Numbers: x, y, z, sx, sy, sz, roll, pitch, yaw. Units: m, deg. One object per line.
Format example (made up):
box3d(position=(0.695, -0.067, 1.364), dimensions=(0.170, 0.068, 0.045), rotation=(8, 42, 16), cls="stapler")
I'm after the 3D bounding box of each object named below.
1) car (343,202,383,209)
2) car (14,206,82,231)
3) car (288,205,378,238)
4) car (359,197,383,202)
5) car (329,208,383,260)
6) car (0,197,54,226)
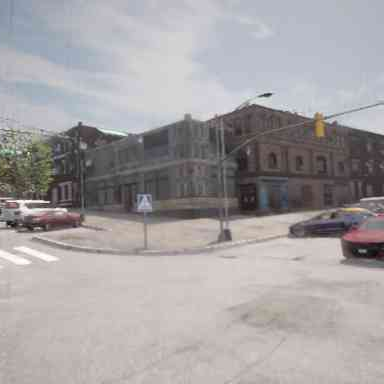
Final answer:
box3d(position=(10.714, 1.702, 21.505), dimensions=(5.366, 1.575, 1.946), rotation=(-6, -4, 29), cls="car")
box3d(position=(-10.253, 2.036, 24.697), dimensions=(2.002, 1.452, 4.674), rotation=(1, -1, 24), cls="car")
box3d(position=(8.192, 1.848, 19.777), dimensions=(4.792, 1.488, 2.163), rotation=(-6, -3, 28), cls="car")
box3d(position=(12.806, 1.522, 23.586), dimensions=(4.553, 1.767, 2.185), rotation=(-6, -4, 29), cls="car")
box3d(position=(7.361, 1.590, 12.425), dimensions=(5.008, 1.535, 1.882), rotation=(-2, -3, -42), cls="car")
box3d(position=(-12.412, 1.696, 26.820), dimensions=(2.435, 2.045, 5.566), rotation=(1, -1, 24), cls="car")
